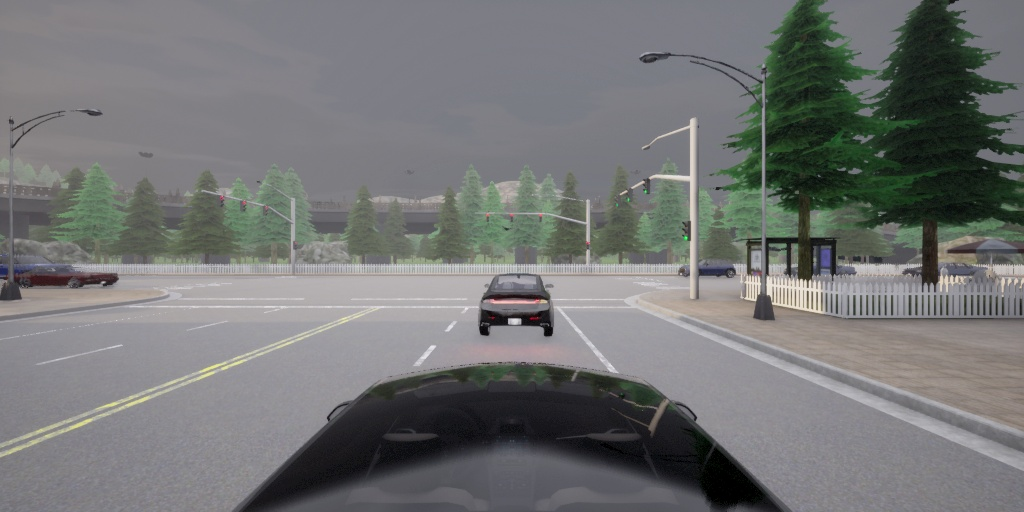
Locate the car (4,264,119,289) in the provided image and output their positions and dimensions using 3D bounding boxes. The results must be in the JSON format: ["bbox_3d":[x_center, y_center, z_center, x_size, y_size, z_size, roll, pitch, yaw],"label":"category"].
[{"bbox_3d":[-27.112,1.295,21.837,4.718,1.301,1.895,0,0,0],"label":"car"}]

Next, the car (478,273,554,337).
[{"bbox_3d":[0.180,1.242,10.372,2.128,1.511,4.902,0,0,3],"label":"car"}]

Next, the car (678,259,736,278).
[{"bbox_3d":[17.514,1.046,32.366,4.553,1.767,2.097,0,0,0],"label":"car"}]

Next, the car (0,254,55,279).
[{"bbox_3d":[-34.571,0.913,25.295,5.566,2.045,2.150,0,0,-1],"label":"car"}]

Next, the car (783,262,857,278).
[{"bbox_3d":[27.671,1.242,32.274,5.357,1.411,2.033,0,0,1],"label":"car"}]

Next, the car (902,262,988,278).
[{"bbox_3d":[38.061,1.242,31.528,5.357,1.411,2.033,0,0,10],"label":"car"}]
